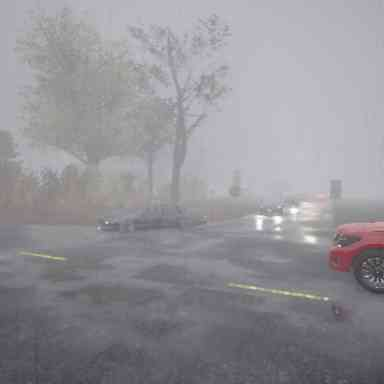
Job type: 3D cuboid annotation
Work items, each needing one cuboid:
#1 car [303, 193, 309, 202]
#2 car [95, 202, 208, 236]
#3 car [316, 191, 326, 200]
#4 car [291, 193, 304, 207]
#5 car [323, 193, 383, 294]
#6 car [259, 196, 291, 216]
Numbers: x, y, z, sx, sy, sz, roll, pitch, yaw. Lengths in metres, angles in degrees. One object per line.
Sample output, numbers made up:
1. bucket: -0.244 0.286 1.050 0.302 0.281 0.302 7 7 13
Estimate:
1. car: 17.854 0.875 53.968 1.837 1.490 4.892 2 1 23
2. car: -1.839 1.227 16.244 5.357 1.411 2.033 0 1 -30
3. car: 25.232 0.683 64.364 2.097 1.767 4.553 2 1 23
4. car: 12.109 1.100 40.469 1.895 1.301 4.718 2 1 23
5. car: 5.944 1.154 7.148 5.566 2.045 2.150 1 1 26
6. car: 7.020 1.143 28.418 1.812 1.442 4.674 1 1 23
